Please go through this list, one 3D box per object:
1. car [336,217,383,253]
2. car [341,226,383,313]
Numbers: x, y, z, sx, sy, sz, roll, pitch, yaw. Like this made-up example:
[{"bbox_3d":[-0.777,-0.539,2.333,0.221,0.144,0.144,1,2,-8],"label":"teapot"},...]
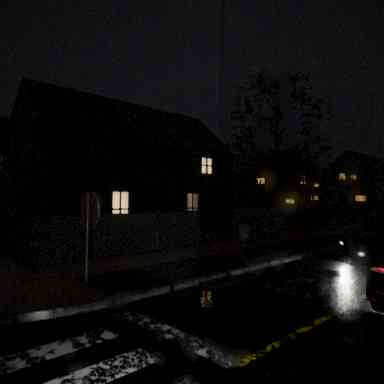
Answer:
[{"bbox_3d":[7.564,1.704,12.872,5.357,1.411,2.033,1,-1,-43],"label":"car"},{"bbox_3d":[5.234,1.567,6.822,4.902,1.511,2.128,1,-1,-43],"label":"car"}]
